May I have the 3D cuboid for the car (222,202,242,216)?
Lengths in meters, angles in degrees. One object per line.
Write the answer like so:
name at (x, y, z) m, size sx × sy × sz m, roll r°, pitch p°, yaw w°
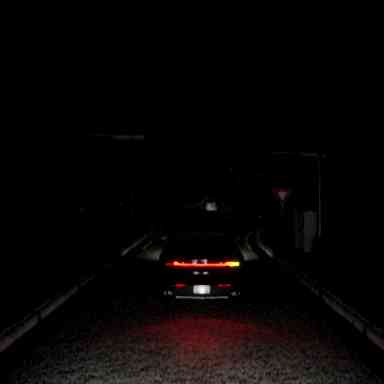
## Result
car at (3.753, 2.044, 42.540) m, size 2.185 × 1.767 × 4.553 m, roll 4°, pitch -2°, yaw -32°

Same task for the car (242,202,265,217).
car at (6.713, 2.286, 43.110) m, size 2.185 × 1.767 × 4.553 m, roll 6°, pitch -3°, yaw -32°

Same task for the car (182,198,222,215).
car at (0.887, 1.763, 41.880) m, size 2.435 × 2.045 × 5.566 m, roll 1°, pitch -1°, yaw -31°

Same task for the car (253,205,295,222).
car at (9.957, 2.681, 38.455) m, size 4.718 × 1.301 × 1.895 m, roll 5°, pitch -2°, yaw -12°

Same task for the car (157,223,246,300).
car at (0.225, 1.559, 8.475) m, size 1.837 × 1.490 × 4.892 m, roll 0°, pitch -1°, yaw 1°

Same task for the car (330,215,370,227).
car at (21.451, 3.850, 46.111) m, size 2.002 × 1.452 × 4.674 m, roll 6°, pitch -3°, yaw -31°

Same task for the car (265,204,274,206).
car at (12.513, 2.968, 44.513) m, size 1.946 × 1.575 × 5.366 m, roll 6°, pitch -3°, yaw -31°

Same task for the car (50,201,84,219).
car at (-14.650, 2.051, 36.762) m, size 5.566 × 2.045 × 2.150 m, roll -2°, pitch -1°, yaw 20°

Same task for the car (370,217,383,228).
car at (24.409, 4.131, 46.697) m, size 2.002 × 1.452 × 4.674 m, roll 7°, pitch -3°, yaw -31°
